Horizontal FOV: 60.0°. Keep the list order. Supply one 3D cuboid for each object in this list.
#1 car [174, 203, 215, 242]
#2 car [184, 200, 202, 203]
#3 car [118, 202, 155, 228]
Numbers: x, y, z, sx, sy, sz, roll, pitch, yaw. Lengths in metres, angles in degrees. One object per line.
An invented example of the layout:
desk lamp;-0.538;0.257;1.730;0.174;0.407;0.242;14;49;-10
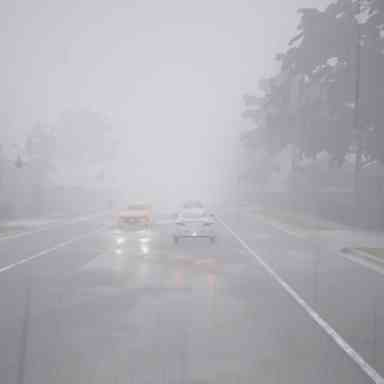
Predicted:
car;0.104;1.499;16.119;1.812;1.442;4.674;0;0;0
car;0.109;1.451;33.662;1.994;1.385;4.181;0;0;0
car;-3.593;1.426;22.170;1.882;1.535;5.008;0;0;0
